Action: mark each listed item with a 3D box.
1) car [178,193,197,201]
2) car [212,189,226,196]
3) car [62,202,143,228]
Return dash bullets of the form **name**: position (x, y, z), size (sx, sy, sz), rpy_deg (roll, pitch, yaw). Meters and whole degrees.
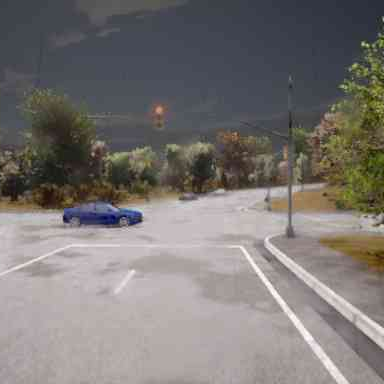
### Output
- **car**: position (-0.710, 0.906, 60.765), size (2.033, 1.411, 5.357), rpy_deg (0, 3, 23)
- **car**: position (6.094, -0.003, 74.844), size (1.812, 1.442, 4.674), rpy_deg (0, 4, 28)
- **car**: position (-5.651, 1.422, 21.181), size (5.008, 1.535, 1.882), rpy_deg (0, 0, 3)
